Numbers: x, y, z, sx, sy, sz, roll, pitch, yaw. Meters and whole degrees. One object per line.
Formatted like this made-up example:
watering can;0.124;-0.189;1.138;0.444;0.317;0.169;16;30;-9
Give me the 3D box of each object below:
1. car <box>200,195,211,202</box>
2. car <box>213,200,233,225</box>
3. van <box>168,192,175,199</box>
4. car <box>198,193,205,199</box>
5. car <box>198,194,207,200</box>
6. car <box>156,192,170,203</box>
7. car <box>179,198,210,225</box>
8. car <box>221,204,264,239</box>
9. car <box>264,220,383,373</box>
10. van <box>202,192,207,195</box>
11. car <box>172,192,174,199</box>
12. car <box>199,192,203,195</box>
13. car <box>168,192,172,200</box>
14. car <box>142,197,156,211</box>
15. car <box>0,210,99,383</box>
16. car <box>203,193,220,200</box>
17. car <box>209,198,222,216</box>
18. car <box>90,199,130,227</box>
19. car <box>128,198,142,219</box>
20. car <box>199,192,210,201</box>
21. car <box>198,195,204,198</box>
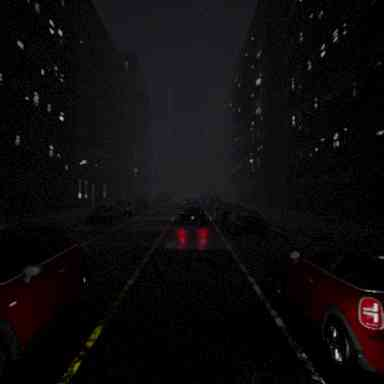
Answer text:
car;2.633;1.247;66.538;1.887;1.381;4.507;1;0;0
car;2.679;1.472;22.212;1.947;1.339;4.313;1;0;0
van;-5.774;0.908;94.177;1.690;1.788;3.998;1;0;0
car;2.609;1.119;88.868;1.752;1.417;4.829;1;0;0
car;2.614;1.172;83.158;2.008;1.369;4.403;1;0;0
car;-5.743;1.279;60.935;2.008;1.369;4.403;1;0;0
car;0.049;1.427;23.347;1.812;1.442;4.674;0;0;0
car;2.685;1.512;16.672;1.802;1.307;4.206;1;0;0
car;2.699;1.417;5.590;1.967;1.590;4.097;1;0;0
van;2.660;1.147;44.373;1.690;1.788;3.998;1;0;0
car;-5.759;1.174;77.387;1.752;1.417;4.829;1;0;0
car;2.646;1.195;55.456;1.967;1.590;4.097;1;0;0
car;-5.744;1.017;66.474;2.192;1.841;5.009;1;0;0
car;-5.719;1.375;38.773;1.887;1.381;4.507;1;0;0
car;-3.099;1.332;4.843;2.097;1.767;4.553;0;0;0
car;2.664;1.271;38.834;1.967;1.590;4.097;1;0;0
car;2.673;1.447;27.752;1.947;1.339;4.313;1;0;0
car;-5.701;1.451;22.151;1.887;1.381;4.507;1;0;0
car;-5.705;1.321;27.691;1.967;1.590;4.097;1;0;0
car;2.631;0.990;72.076;2.192;1.841;5.009;1;0;0
car;0.038;1.377;39.218;2.033;1.411;5.357;0;0;0
